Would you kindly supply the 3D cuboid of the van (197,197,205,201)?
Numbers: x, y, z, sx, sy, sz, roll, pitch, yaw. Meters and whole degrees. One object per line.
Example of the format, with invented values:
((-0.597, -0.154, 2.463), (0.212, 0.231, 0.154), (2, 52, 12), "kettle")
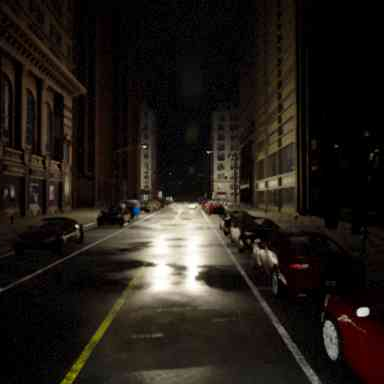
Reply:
((2.552, 2.107, 76.094), (1.690, 1.788, 3.998), (1, -1, 0), "van")

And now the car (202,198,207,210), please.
((2.607, 1.875, 42.348), (1.967, 1.590, 4.097), (1, -1, 0), "car")

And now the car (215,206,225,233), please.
((2.644, 1.775, 19.849), (1.947, 1.339, 4.313), (1, -1, 0), "car")

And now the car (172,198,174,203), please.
((-5.986, 2.405, 81.693), (1.802, 1.307, 4.206), (1, -1, 0), "car")

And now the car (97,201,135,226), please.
((-5.890, 1.708, 25.454), (1.967, 1.590, 4.097), (1, -1, 0), "car")

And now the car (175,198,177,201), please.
((-6.004, 2.478, 92.941), (1.887, 1.381, 4.507), (1, -1, 0), "car")

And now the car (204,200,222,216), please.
((2.616, 1.924, 36.722), (1.887, 1.381, 4.507), (1, -1, 0), "car")

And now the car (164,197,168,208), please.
((-5.945, 1.919, 59.199), (2.192, 1.841, 5.009), (1, -1, 0), "car")

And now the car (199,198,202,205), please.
((2.587, 2.091, 53.595), (1.887, 1.381, 4.507), (1, -1, 0), "car")

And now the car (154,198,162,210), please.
((-5.927, 1.933, 47.950), (1.967, 1.590, 4.097), (1, -1, 0), "car")

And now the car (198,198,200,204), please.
((2.578, 2.153, 59.220), (2.008, 1.369, 4.403), (1, -1, 0), "car")

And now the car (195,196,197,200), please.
((2.533, 2.191, 87.344), (2.192, 1.841, 5.009), (1, -1, 0), "car")

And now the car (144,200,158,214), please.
((-5.919, 2.003, 42.325), (1.947, 1.339, 4.313), (1, -1, 0), "car")

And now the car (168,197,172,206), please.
((-5.965, 2.154, 70.446), (1.967, 1.590, 4.097), (1, -1, 0), "car")

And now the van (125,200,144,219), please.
((-5.898, 1.666, 31.079), (1.690, 1.788, 3.998), (1, -1, 0), "van")

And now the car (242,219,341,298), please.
((2.663, 1.637, 8.600), (1.887, 1.381, 4.507), (1, -1, 0), "car")

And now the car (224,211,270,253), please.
((2.654, 1.696, 14.224), (1.887, 1.381, 4.507), (1, -1, 0), "car")

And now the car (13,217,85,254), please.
((-5.872, 1.735, 14.204), (1.802, 1.307, 4.206), (1, -1, 0), "car")

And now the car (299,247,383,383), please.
((2.672, 1.577, 2.975), (1.887, 1.381, 4.507), (1, -1, 0), "car")

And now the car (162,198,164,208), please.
((-5.938, 2.072, 53.403), (1.752, 1.417, 4.829), (1, -1, 0), "car")
